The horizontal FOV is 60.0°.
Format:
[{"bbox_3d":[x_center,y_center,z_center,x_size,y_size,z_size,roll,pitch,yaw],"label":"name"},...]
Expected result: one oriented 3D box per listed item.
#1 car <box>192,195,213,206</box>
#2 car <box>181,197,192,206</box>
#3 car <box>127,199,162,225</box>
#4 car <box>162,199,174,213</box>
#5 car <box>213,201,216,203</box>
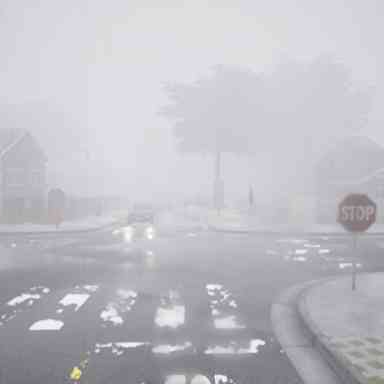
[{"bbox_3d":[1.891,1.450,56.699,2.097,1.767,4.553,0,0,10],"label":"car"},{"bbox_3d":[-0.615,1.586,58.374,1.837,1.490,4.892,0,-1,10],"label":"car"},{"bbox_3d":[-3.533,1.523,24.463,1.837,1.490,4.892,0,0,0],"label":"car"},{"bbox_3d":[-3.132,1.519,37.193,1.882,1.535,5.008,0,0,4],"label":"car"},{"bbox_3d":[3.748,1.455,66.441,2.097,1.767,4.553,1,0,13],"label":"car"}]
